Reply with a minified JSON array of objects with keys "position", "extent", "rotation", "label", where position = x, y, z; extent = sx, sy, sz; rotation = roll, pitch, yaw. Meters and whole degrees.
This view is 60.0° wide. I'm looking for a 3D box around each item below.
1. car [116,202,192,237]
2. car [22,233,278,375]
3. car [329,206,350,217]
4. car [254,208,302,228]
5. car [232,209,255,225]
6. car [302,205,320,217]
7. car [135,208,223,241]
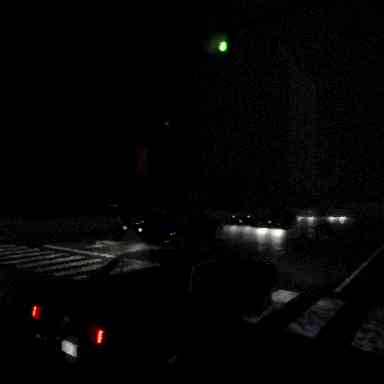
[{"position":[-2.002,1.623,20.141],"extent":[2.150,2.045,5.566],"rotation":[0,-1,36],"label":"car"},{"position":[-0.173,1.661,5.809],"extent":[1.895,1.301,4.718],"rotation":[0,-2,36],"label":"car"},{"position":[19.951,2.601,44.946],"extent":[1.994,1.385,4.181],"rotation":[0,-2,36],"label":"car"},{"position":[7.138,2.161,27.278],"extent":[1.994,1.385,4.181],"rotation":[0,-1,36],"label":"car"},{"position":[5.478,2.255,30.537],"extent":[1.895,1.301,4.718],"rotation":[0,-1,35],"label":"car"},{"position":[15.891,2.517,44.905],"extent":[1.837,1.490,4.892],"rotation":[0,-2,36],"label":"car"},{"position":[-0.279,1.826,16.940],"extent":[1.882,1.535,5.008],"rotation":[0,-1,36],"label":"car"}]
